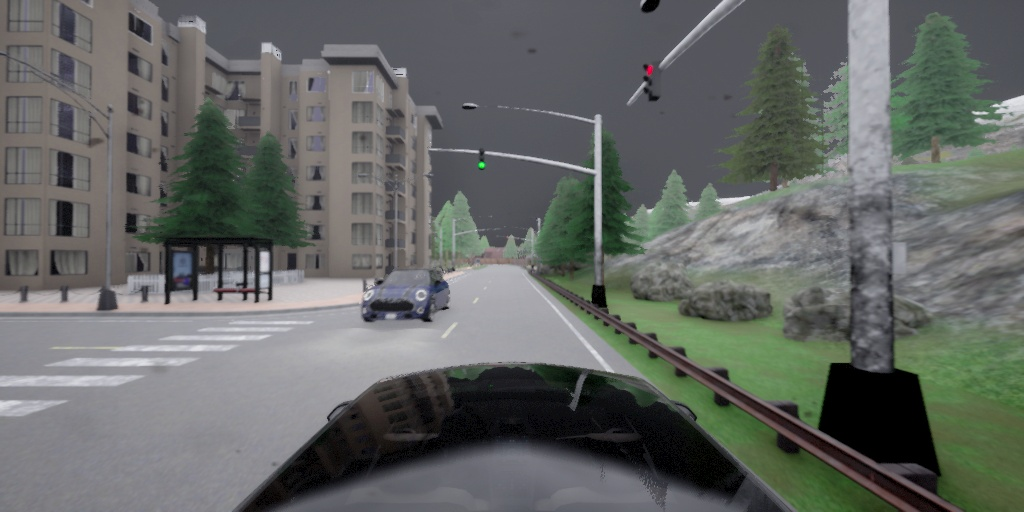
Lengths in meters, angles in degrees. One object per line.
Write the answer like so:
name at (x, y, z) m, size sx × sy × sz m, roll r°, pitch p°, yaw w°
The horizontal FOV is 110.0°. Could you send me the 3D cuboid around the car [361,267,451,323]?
car at (-3.498, 1.203, 12.611) m, size 2.097 × 1.767 × 4.553 m, roll 0°, pitch -1°, yaw 0°
